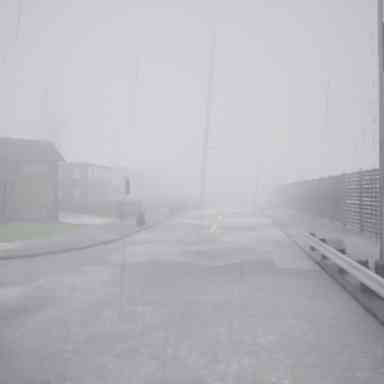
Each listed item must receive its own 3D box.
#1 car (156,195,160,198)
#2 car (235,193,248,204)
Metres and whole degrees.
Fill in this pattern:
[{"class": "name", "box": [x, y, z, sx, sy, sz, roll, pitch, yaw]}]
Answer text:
[{"class": "car", "box": [-7.978, 1.348, 63.854, 3.633, 1.501, 1.845, -1, 0, 8]}, {"class": "car", "box": [9.130, 1.225, 61.441, 2.150, 2.045, 5.566, -1, 0, 8]}]
